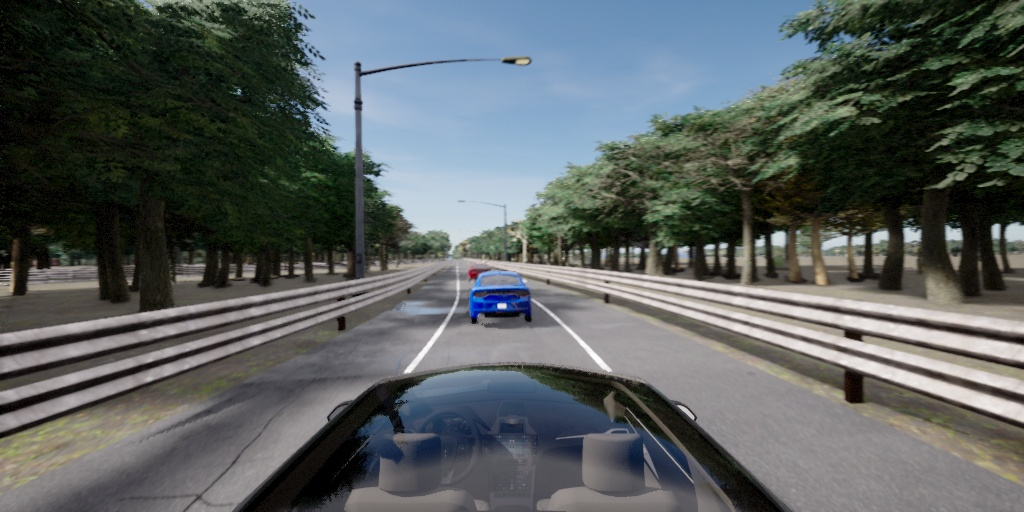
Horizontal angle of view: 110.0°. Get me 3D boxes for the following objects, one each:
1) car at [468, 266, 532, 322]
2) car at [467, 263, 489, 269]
[{"bbox_3d":[-0.455,1.272,12.578,1.882,1.535,5.008,-1,0,-4],"label":"car"},{"bbox_3d":[-2.783,1.364,30.851,1.882,1.535,5.008,-1,0,-9],"label":"car"}]
